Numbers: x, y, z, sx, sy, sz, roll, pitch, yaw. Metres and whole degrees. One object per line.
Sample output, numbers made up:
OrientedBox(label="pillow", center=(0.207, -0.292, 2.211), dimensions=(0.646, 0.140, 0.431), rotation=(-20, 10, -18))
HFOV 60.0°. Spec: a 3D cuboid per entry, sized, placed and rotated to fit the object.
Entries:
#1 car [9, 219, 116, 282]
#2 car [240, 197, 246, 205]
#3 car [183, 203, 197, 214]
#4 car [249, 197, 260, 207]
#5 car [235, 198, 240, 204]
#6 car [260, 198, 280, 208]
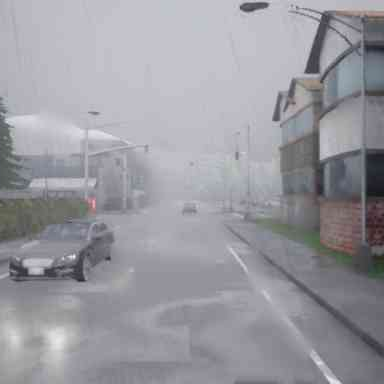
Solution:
OrientedBox(label="car", center=(-3.666, 1.628, 10.251), dimensions=(2.128, 1.511, 4.902), rotation=(0, -1, 0))
OrientedBox(label="car", center=(13.512, 2.057, 75.603), dimensions=(3.866, 1.878, 1.905), rotation=(0, -1, -1))
OrientedBox(label="car", center=(-0.296, 2.118, 44.410), dimensions=(2.033, 1.411, 5.357), rotation=(0, -1, 0))
OrientedBox(label="car", center=(13.626, 1.969, 62.809), dimensions=(5.027, 1.636, 2.152), rotation=(0, -1, -1))
OrientedBox(label="car", center=(13.074, 2.115, 78.504), dimensions=(4.605, 1.855, 1.932), rotation=(0, -1, -1))
OrientedBox(label="car", center=(14.006, 1.965, 56.394), dimensions=(3.806, 1.475, 1.970), rotation=(0, -1, -1))
